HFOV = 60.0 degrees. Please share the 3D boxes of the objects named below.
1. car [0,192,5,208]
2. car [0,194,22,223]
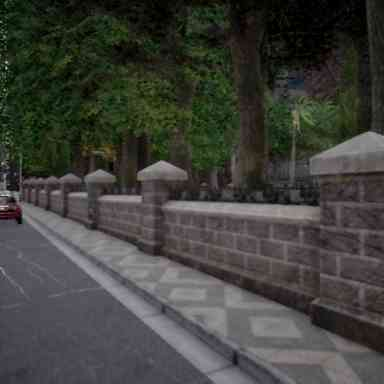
[{"bbox_3d":[-20.813,0.811,34.994,1.812,1.442,4.674,0,1,-32],"label":"car"},{"bbox_3d":[-11.791,0.931,20.502,2.097,1.767,4.553,0,1,-32],"label":"car"}]
